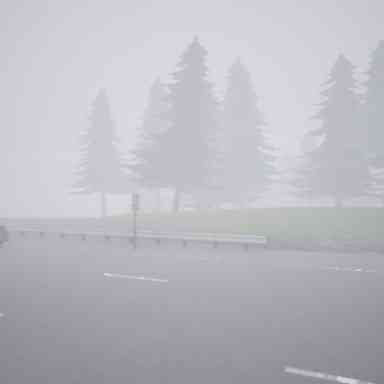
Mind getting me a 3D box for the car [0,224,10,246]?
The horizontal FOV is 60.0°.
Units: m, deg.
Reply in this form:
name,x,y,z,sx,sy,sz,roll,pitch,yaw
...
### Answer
name,x,y,z,sx,sy,sz,roll,pitch,yaw
car,-10.195,1.735,14.671,4.674,1.442,1.812,0,-1,22
